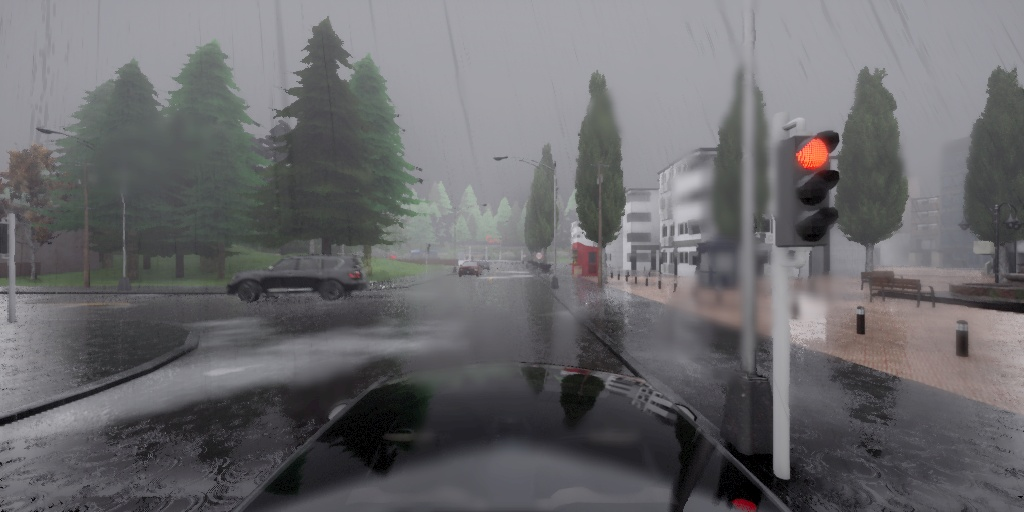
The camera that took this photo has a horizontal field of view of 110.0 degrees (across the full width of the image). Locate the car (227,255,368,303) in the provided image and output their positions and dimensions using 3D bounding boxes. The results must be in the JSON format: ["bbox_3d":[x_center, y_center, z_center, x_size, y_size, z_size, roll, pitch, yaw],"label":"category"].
[{"bbox_3d":[-9.602,0.973,16.483,5.566,2.045,2.150,0,1,-9],"label":"car"}]

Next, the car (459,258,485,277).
[{"bbox_3d":[-4.082,1.228,35.771,1.882,1.535,5.008,0,0,0],"label":"car"}]

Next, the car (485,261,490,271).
[{"bbox_3d":[-4.057,1.312,48.818,1.994,1.385,4.181,0,0,0],"label":"car"}]
